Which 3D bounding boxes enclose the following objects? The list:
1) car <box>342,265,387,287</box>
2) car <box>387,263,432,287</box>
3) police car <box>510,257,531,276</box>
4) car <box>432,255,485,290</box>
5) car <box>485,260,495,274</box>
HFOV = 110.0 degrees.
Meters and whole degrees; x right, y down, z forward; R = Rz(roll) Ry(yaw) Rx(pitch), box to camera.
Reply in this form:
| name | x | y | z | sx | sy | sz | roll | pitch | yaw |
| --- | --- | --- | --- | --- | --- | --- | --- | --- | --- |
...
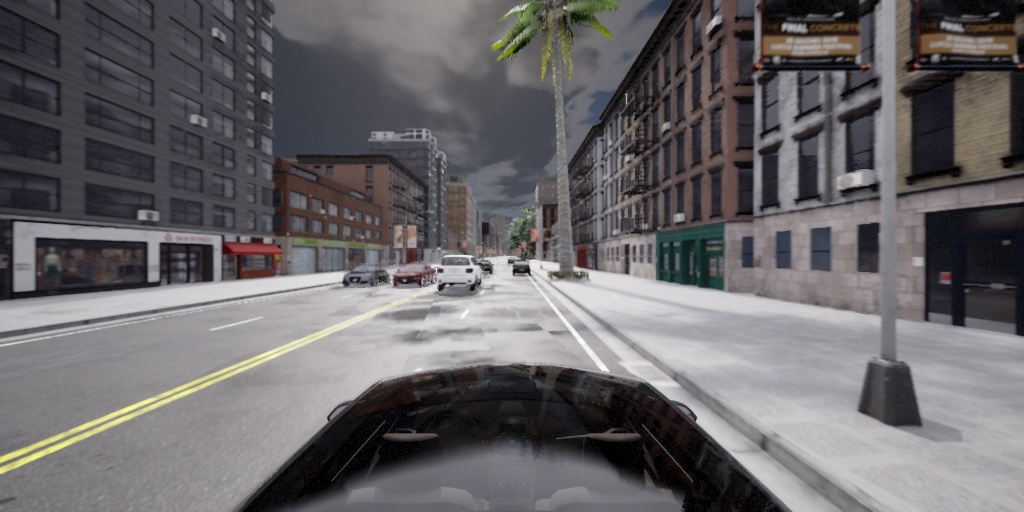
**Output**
| name | x | y | z | sx | sy | sz | roll | pitch | yaw |
| --- | --- | --- | --- | --- | --- | --- | --- | --- | --- |
| car | -9.843 | 1.313 | 24.463 | 1.994 | 1.385 | 4.181 | 0 | 0 | 0 |
| car | -6.594 | 1.227 | 24.534 | 1.882 | 1.535 | 5.008 | 0 | 0 | 0 |
| police car | 0.979 | 1.174 | 38.009 | 1.930 | 1.638 | 5.238 | 0 | 0 | 0 |
| car | -3.148 | 0.971 | 22.328 | 2.150 | 2.045 | 5.566 | 0 | 0 | 0 |
| car | -3.146 | 1.253 | 41.820 | 1.837 | 1.490 | 4.892 | 0 | 0 | 0 |
